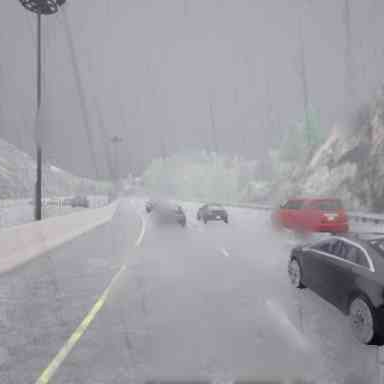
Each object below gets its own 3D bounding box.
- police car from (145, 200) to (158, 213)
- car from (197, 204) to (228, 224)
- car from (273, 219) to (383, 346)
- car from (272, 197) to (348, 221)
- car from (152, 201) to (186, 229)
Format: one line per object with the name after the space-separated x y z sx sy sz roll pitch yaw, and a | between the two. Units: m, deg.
-4.756 1.752 41.685 2.038 1.542 4.974 0 0 -11 | police car
1.559 1.670 26.151 1.812 1.442 4.674 0 0 -8 | car
3.370 1.519 6.390 2.128 1.511 4.902 0 0 -2 | car
6.122 1.306 17.845 2.150 2.045 5.566 0 0 -5 | car
-1.482 1.624 22.589 2.128 1.511 4.902 0 0 -7 | car
